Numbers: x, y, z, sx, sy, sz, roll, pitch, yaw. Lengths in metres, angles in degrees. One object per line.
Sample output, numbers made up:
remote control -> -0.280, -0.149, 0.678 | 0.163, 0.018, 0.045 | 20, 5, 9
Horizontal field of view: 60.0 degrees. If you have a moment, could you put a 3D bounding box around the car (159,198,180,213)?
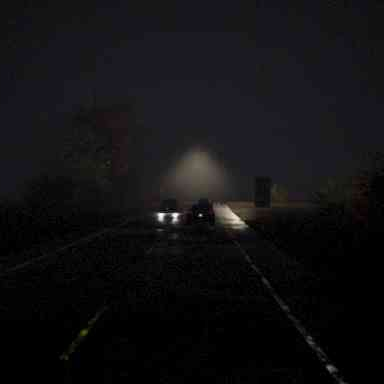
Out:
car -> -2.415, 1.427, 36.790 | 1.837, 1.490, 4.892 | 0, 0, 4

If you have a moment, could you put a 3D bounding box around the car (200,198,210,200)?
car -> 1.592, 1.472, 41.578 | 1.994, 1.385, 4.181 | 0, 0, 4

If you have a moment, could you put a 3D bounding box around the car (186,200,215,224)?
car -> 0.644, 1.514, 24.208 | 1.994, 1.385, 4.181 | 0, 0, 2
